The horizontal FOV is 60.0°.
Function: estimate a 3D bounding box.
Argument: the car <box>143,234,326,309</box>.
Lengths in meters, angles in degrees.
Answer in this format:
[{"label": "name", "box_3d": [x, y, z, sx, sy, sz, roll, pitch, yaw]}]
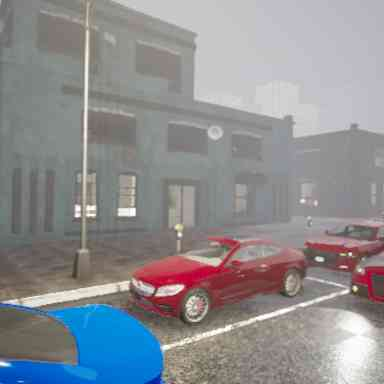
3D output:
[{"label": "car", "box_3d": [0.756, 1.601, 7.082, 4.206, 1.307, 1.802, 0, 1, -35]}]

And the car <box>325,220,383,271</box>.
[{"label": "car", "box_3d": [5.301, 1.585, 10.320, 4.507, 1.381, 1.887, 0, 1, -35]}]

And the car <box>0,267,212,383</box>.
[{"label": "car", "box_3d": [-2.476, 1.473, 1.602, 5.008, 1.535, 1.882, 0, 0, -35]}]

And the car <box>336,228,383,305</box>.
[{"label": "car", "box_3d": [5.247, 1.597, 7.094, 4.181, 1.385, 1.994, 0, 0, -35]}]
